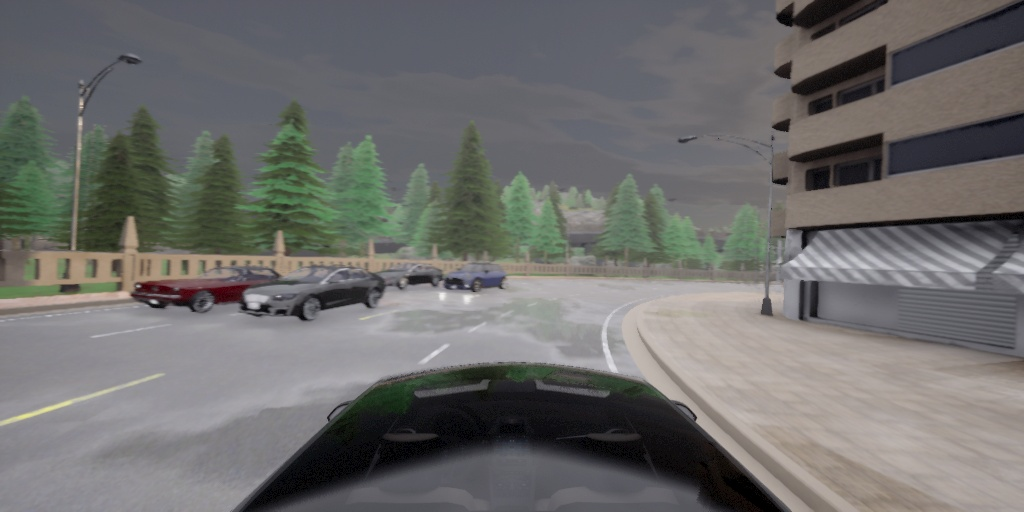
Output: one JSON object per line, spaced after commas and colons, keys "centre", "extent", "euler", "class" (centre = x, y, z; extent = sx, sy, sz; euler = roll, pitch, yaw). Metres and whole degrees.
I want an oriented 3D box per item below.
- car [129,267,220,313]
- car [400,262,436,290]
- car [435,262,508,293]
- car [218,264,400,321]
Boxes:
{"centre": [-9.489, 1.017, 12.156], "extent": [1.895, 1.301, 4.718], "euler": [2, -1, 13], "class": "car"}
{"centre": [-6.033, 1.136, 21.342], "extent": [2.128, 1.511, 4.902], "euler": [2, 0, 26], "class": "car"}
{"centre": [-2.097, 1.173, 21.475], "extent": [2.097, 1.767, 4.553], "euler": [2, 0, 29], "class": "car"}
{"centre": [-6.036, 1.057, 11.569], "extent": [2.128, 1.511, 4.902], "euler": [2, 0, 14], "class": "car"}
